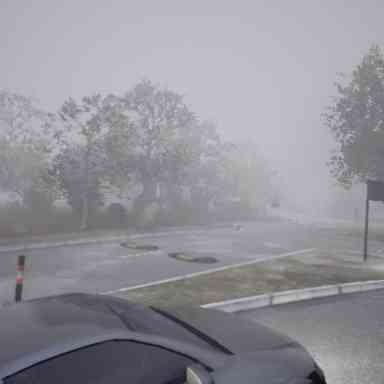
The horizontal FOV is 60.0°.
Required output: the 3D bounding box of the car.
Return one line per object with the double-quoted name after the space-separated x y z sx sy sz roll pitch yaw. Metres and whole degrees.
-0.783 1.565 2.577 4.181 1.385 1.994 1 0 -36 "car"
